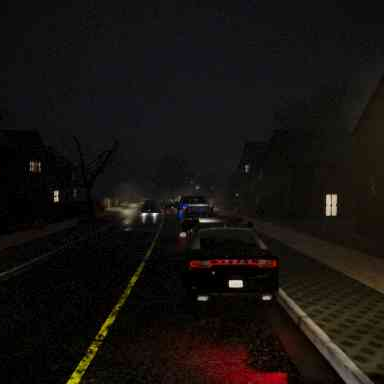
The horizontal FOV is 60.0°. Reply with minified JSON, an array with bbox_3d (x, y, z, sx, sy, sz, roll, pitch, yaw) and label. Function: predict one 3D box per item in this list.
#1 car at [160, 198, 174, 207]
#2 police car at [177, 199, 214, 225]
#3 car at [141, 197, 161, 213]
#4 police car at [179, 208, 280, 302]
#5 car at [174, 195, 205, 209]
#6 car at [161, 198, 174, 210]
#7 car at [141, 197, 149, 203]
[{"bbox_3d":[-4.314,1.783,56.734,1.994,1.385,4.181,0,0,-9],"label":"car"},{"bbox_3d":[0.334,1.445,18.534,1.930,1.638,5.238,0,0,-3],"label":"police car"},{"bbox_3d":[-5.016,1.668,39.482,2.033,1.411,5.357,0,0,-6],"label":"car"},{"bbox_3d":[0.713,1.426,8.476,1.930,1.638,5.238,0,0,-1],"label":"police car"},{"bbox_3d":[-0.014,1.264,24.484,2.150,2.045,5.566,0,0,-4],"label":"car"},{"bbox_3d":[-2.812,1.742,45.619,1.895,1.301,4.718,0,0,-7],"label":"car"},{"bbox_3d":[-12.862,2.056,90.421,1.882,1.535,5.008,0,-1,-10],"label":"car"}]
